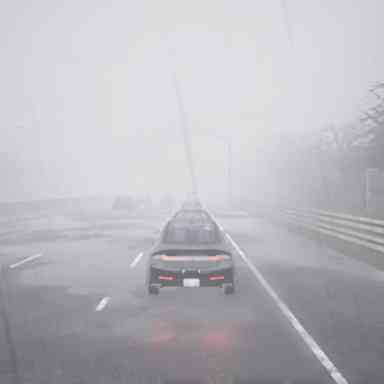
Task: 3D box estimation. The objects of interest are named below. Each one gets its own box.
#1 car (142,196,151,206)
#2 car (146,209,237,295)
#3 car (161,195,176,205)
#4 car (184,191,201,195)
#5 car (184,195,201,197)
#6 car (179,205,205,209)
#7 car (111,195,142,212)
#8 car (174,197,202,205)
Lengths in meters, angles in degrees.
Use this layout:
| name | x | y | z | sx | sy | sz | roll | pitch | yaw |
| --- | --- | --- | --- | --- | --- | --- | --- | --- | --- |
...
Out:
| name | x | y | z | sx | sy | sz | roll | pitch | yaw |
| --- | --- | --- | --- | --- | --- | --- | --- | --- | --- |
| car | -6.951 | 1.255 | 47.731 | 1.895 | 1.301 | 4.718 | 0 | 0 | 0 |
| car | -0.010 | 1.429 | 8.514 | 2.128 | 1.511 | 4.902 | 0 | 0 | 0 |
| car | -3.450 | 1.195 | 48.556 | 2.033 | 1.411 | 5.357 | 0 | 0 | 0 |
| car | 0.052 | 0.880 | 47.157 | 2.150 | 2.045 | 5.566 | 0 | 0 | 0 |
| car | 0.061 | 1.306 | 35.874 | 1.994 | 1.385 | 4.181 | 0 | 0 | 0 |
| car | -0.015 | 1.488 | 15.612 | 1.895 | 1.301 | 4.718 | 0 | 0 | 0 |
| car | -6.936 | 1.100 | 34.822 | 2.097 | 1.767 | 4.553 | 0 | 0 | 0 |
| car | -0.025 | 1.367 | 25.069 | 2.033 | 1.411 | 5.357 | 0 | 0 | 0 |
